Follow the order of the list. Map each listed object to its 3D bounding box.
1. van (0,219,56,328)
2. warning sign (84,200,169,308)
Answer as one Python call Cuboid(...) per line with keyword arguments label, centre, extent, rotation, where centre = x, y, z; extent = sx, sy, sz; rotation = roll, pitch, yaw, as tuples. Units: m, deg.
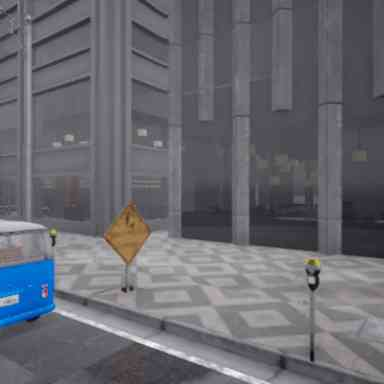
Cuboid(label="van", centre=(-4.157, 1.349, 5.928), extent=(3.998, 1.788, 1.690), rotation=(0, 0, 36))
Cuboid(label="warning sign", centre=(-1.298, 1.121, 6.728), extent=(1.060, 1.860, 1.300), rotation=(0, 0, 36))
